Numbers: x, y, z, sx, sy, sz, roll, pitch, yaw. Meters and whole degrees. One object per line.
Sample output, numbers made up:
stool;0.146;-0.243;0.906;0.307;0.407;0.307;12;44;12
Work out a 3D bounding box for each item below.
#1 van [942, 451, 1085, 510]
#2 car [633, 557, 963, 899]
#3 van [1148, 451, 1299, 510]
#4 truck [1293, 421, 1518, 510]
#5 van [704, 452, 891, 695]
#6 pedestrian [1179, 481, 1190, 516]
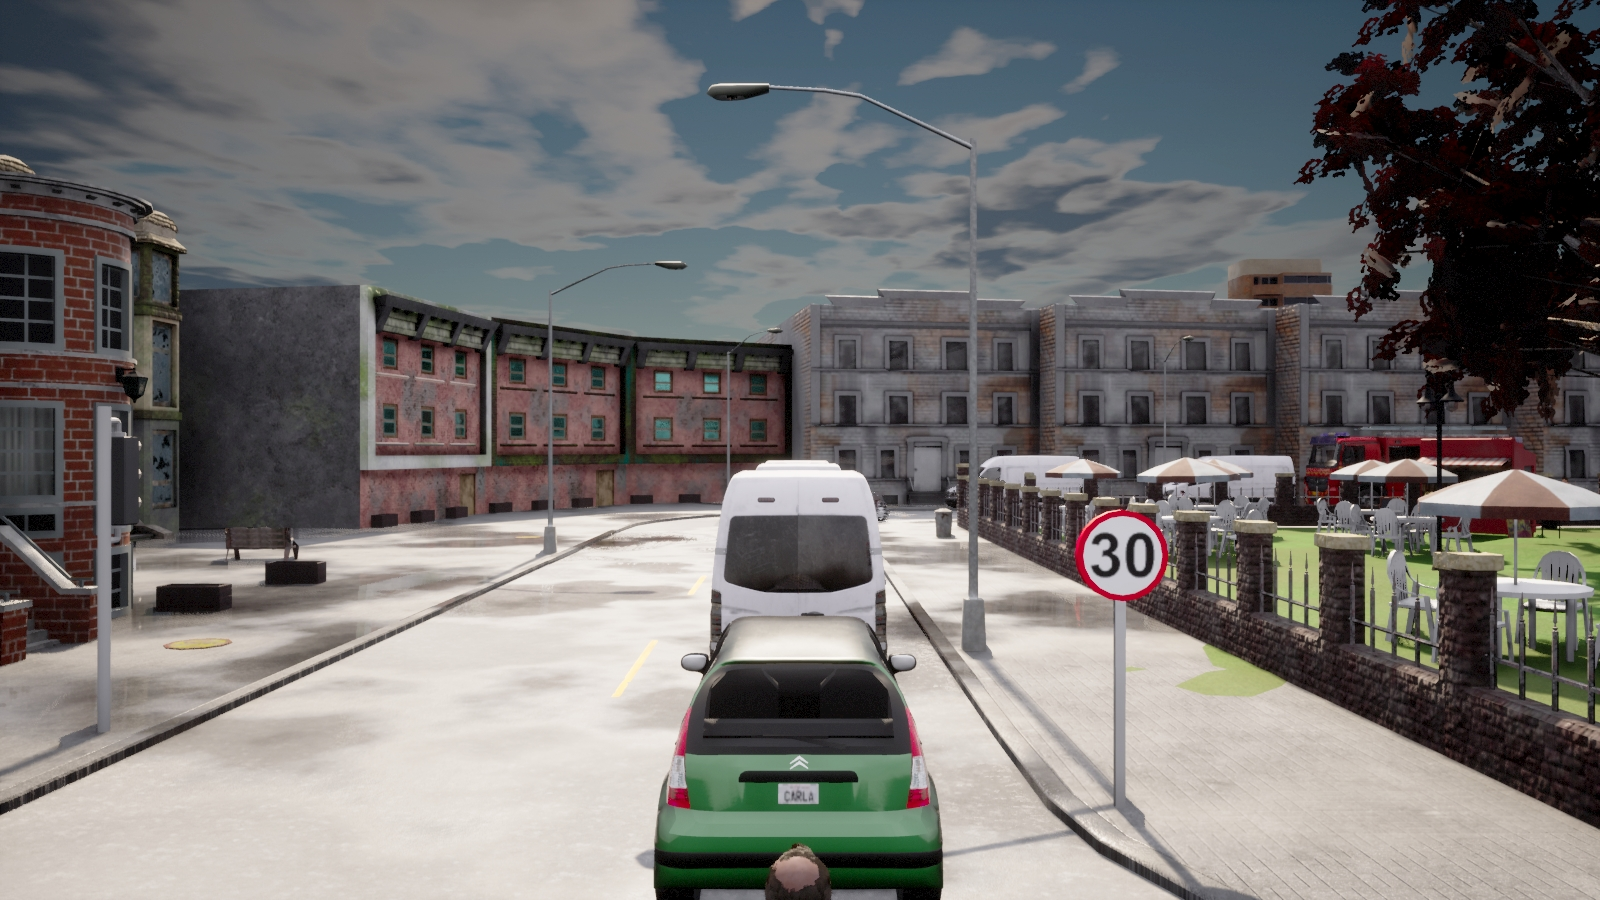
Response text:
van;9.361;1.315;50.428;5.915;2.561;1.988;0;0;0
car;-0.015;1.779;8.404;1.851;1.617;3.988;0;0;0
van;18.637;1.314;50.452;5.915;2.561;1.988;0;0;0
truck;26.739;0.670;50.713;8.468;3.827;2.891;0;0;0
van;-0.025;1.315;15.105;1.988;2.561;5.915;0;0;0
pedestrian;14.296;1.805;42.438;0.375;1.300;0.375;0;0;17
